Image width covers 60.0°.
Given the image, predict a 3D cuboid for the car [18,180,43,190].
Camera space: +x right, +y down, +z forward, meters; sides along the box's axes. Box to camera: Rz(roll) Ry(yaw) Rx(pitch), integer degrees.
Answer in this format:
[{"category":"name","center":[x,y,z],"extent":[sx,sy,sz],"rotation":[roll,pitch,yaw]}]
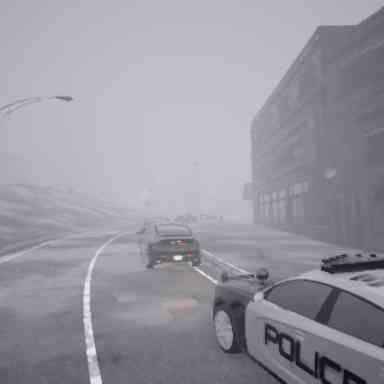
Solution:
[{"category":"car","center":[-26.150,-0.895,51.798],"extent":[2.185,1.767,4.553],"rotation":[-2,-5,15]}]

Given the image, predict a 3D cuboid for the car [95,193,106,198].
[{"category":"car","center":[-21.603,0.979,73.549],"extent":[2.185,1.767,4.553],"rotation":[-2,-5,10]}]

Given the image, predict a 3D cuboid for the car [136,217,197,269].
[{"category":"car","center":[-0.996,1.930,12.963],"extent":[1.837,1.490,4.892],"rotation":[0,-2,-13]}]

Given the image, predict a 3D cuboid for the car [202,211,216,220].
[{"category":"car","center":[2.484,3.774,52.713],"extent":[1.812,1.442,4.674],"rotation":[-3,-4,20]}]

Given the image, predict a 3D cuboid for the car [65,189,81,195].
[{"category":"car","center":[-23.621,0.194,62.705],"extent":[2.002,1.452,4.674],"rotation":[-2,-5,12]}]

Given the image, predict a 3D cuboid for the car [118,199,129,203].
[{"category":"car","center":[-19.412,2.762,89.961],"extent":[2.002,1.452,4.674],"rotation":[-2,-6,6]}]

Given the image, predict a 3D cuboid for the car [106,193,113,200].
[{"category":"car","center":[-20.741,1.372,79.080],"extent":[2.435,2.045,5.566],"rotation":[-2,-6,9]}]

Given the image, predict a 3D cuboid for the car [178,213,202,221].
[{"category":"car","center":[-0.683,3.334,43.073],"extent":[1.895,1.301,4.718],"rotation":[-3,-3,18]}]

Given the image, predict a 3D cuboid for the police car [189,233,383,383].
[{"category":"police car","center":[1.896,1.573,3.989],"extent":[1.930,1.638,5.238],"rotation":[1,-2,-23]}]

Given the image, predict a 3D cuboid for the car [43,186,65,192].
[{"category":"car","center":[-24.809,-0.272,57.334],"extent":[2.163,1.488,4.792],"rotation":[-2,-5,13]}]

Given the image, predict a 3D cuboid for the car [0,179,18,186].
[{"category":"car","center":[-27.565,-1.217,46.466],"extent":[2.097,1.535,5.008],"rotation":[-3,-5,16]}]

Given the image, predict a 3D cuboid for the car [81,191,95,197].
[{"category":"car","center":[-22.570,0.609,68.007],"extent":[2.231,1.521,4.892],"rotation":[-2,-5,11]}]
